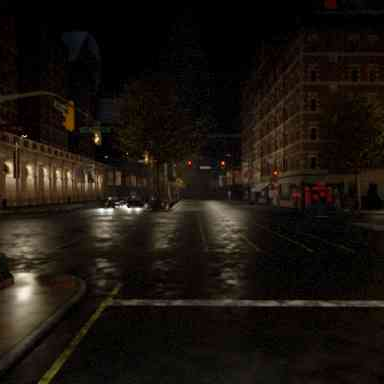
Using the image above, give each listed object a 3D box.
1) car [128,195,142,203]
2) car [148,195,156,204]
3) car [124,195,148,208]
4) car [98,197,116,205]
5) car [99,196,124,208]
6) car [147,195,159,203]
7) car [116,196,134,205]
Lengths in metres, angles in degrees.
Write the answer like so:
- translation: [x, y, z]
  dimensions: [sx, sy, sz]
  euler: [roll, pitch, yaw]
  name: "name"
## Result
- translation: [-11.458, 1.459, 67.318]
  dimensions: [2.128, 1.511, 4.902]
  euler: [0, 0, 0]
  name: "car"
- translation: [-7.964, 1.477, 57.805]
  dimensions: [1.837, 1.490, 4.892]
  euler: [0, 0, 0]
  name: "car"
- translation: [-7.990, 1.541, 47.620]
  dimensions: [1.994, 1.385, 4.181]
  euler: [0, 0, 1]
  name: "car"
- translation: [-14.714, 1.567, 57.804]
  dimensions: [1.895, 1.301, 4.718]
  euler: [0, 0, 0]
  name: "car"
- translation: [-11.491, 1.469, 47.250]
  dimensions: [2.128, 1.511, 4.902]
  euler: [0, 0, 0]
  name: "car"
- translation: [-7.958, 1.445, 68.146]
  dimensions: [1.882, 1.535, 5.008]
  euler: [0, 0, 0]
  name: "car"
- translation: [-11.465, 1.464, 57.242]
  dimensions: [2.128, 1.511, 4.902]
  euler: [0, 0, 0]
  name: "car"
